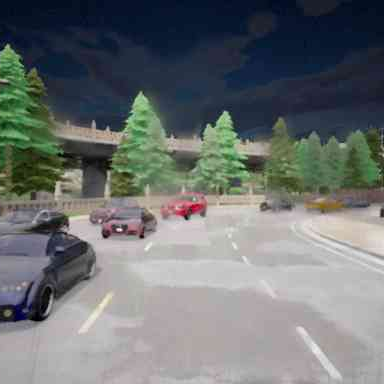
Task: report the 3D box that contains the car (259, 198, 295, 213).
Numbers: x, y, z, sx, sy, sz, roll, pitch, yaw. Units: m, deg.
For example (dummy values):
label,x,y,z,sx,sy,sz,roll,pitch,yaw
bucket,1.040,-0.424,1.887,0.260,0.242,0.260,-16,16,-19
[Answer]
label,x,y,z,sx,sy,sz,roll,pitch,yaw
car,9.013,1.396,35.136,4.674,1.442,1.812,0,0,-41

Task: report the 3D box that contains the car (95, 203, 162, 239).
label,x,y,z,sx,sy,sz,roll,pitch,yaw
car,-3.056,1.500,16.942,1.994,1.385,4.181,0,0,6

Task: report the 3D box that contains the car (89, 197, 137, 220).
label,x,y,z,sx,sy,sz,roll,pitch,yaw
car,-5.329,1.263,23.656,2.097,1.767,4.553,0,0,16

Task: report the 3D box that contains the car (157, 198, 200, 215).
label,x,y,z,sx,sy,sz,roll,pitch,yaw
car,-1.226,1.380,33.114,1.837,1.490,4.892,0,1,31

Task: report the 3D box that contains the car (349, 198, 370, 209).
label,x,y,z,sx,sy,sz,roll,pitch,yaw
car,20.220,1.410,41.825,4.181,1.385,1.994,0,0,-18

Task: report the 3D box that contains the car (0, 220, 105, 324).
label,x,y,z,sx,sy,sz,roll,pitch,yaw
car,-3.509,1.537,7.090,1.994,1.385,4.181,0,0,1

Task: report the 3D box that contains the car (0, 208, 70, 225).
label,x,y,z,sx,sy,sz,roll,pitch,yaw
car,-6.754,1.439,13.739,2.128,1.511,4.902,0,0,4

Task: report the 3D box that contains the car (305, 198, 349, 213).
label,x,y,z,sx,sy,sz,roll,pitch,yaw
car,13.947,1.350,34.818,5.008,1.535,1.882,0,0,-36

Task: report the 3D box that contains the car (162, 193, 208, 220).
label,x,y,z,sx,sy,sz,roll,pitch,yaw
car,-0.493,1.120,27.323,2.150,2.045,5.566,0,0,24
